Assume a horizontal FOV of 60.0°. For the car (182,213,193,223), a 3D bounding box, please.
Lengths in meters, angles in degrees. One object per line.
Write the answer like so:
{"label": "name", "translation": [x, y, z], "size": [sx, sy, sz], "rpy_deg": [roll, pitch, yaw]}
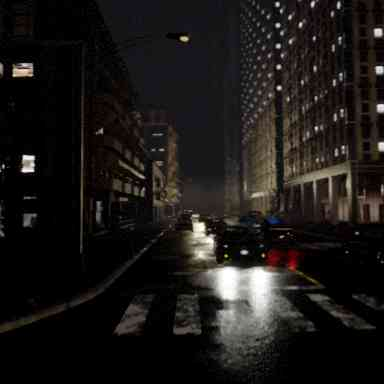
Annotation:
{"label": "car", "translation": [-0.709, 4.121, 53.107], "size": [1.802, 1.307, 4.206], "rpy_deg": [0, -3, 0]}

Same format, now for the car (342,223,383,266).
{"label": "car", "translation": [7.806, 1.992, 13.653], "size": [1.967, 1.590, 4.097], "rpy_deg": [0, -3, 0]}

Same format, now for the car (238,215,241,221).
{"label": "car", "translation": [7.690, 3.770, 47.498], "size": [1.947, 1.339, 4.313], "rpy_deg": [0, -3, 0]}

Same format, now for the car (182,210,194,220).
{"label": "car", "translation": [-0.750, 4.409, 64.404], "size": [2.192, 1.841, 5.009], "rpy_deg": [0, -3, 0]}

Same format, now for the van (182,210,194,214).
{"label": "van", "translation": [-0.691, 3.603, 47.477], "size": [1.690, 1.788, 3.998], "rpy_deg": [0, -3, 0]}

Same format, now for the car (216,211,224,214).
{"label": "car", "translation": [7.555, 5.733, 86.989], "size": [1.802, 1.307, 4.206], "rpy_deg": [0, -3, 0]}

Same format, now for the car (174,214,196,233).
{"label": "car", "translation": [-0.632, 2.985, 30.542], "size": [2.008, 1.369, 4.403], "rpy_deg": [0, -3, 0]}

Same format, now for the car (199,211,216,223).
{"label": "car", "translation": [1.988, 3.774, 48.540], "size": [1.882, 1.535, 5.008], "rpy_deg": [0, -3, 0]}

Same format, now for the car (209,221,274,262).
{"label": "car", "translation": [2.013, 2.208, 14.691], "size": [1.994, 1.385, 4.181], "rpy_deg": [0, -3, 0]}

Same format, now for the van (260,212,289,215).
{"label": "van", "translation": [7.747, 2.718, 30.583], "size": [1.690, 1.788, 3.998], "rpy_deg": [0, -3, 0]}

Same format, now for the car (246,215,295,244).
{"label": "car", "translation": [5.060, 2.432, 21.129], "size": [2.128, 1.511, 4.902], "rpy_deg": [0, -3, 0]}

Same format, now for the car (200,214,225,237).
{"label": "car", "translation": [1.970, 2.795, 27.105], "size": [2.033, 1.411, 5.357], "rpy_deg": [0, -3, 0]}

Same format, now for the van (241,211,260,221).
{"label": "van", "translation": [7.709, 3.269, 41.867], "size": [1.690, 1.788, 3.998], "rpy_deg": [0, -3, 0]}

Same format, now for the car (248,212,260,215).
{"label": "car", "translation": [7.729, 3.203, 36.215], "size": [2.008, 1.369, 4.403], "rpy_deg": [0, -3, 0]}
